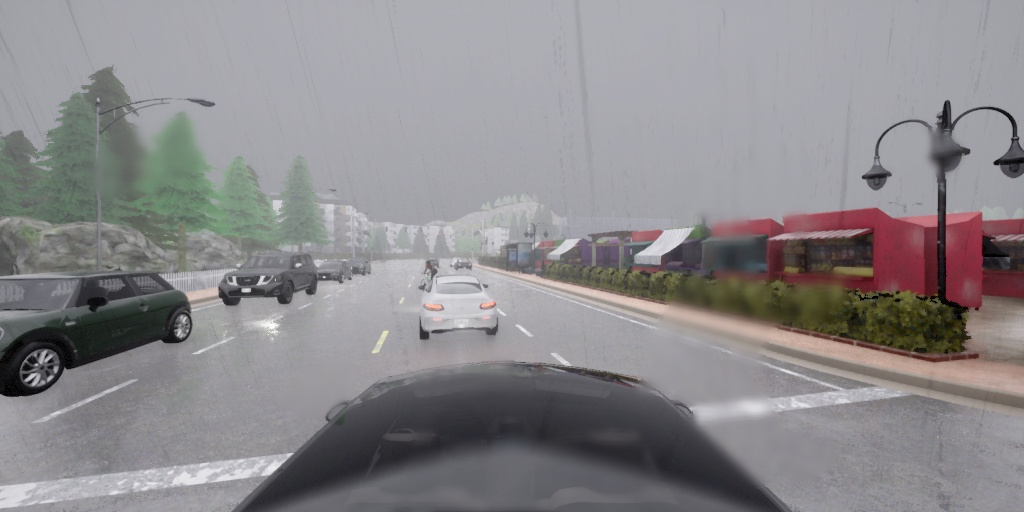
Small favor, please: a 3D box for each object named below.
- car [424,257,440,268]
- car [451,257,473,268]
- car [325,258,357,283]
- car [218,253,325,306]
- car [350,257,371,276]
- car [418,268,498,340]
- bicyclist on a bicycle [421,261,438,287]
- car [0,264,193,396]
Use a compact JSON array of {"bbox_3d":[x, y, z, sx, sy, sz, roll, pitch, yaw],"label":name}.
[{"bbox_3d":[-11.309,0.899,50.810,1.837,1.490,4.892,0,0,-13],"label":"car"},{"bbox_3d":[-6.014,1.048,43.798,1.895,1.301,4.718,0,0,-13],"label":"car"},{"bbox_3d":[-12.594,1.087,25.339,1.837,1.490,4.892,0,0,-13],"label":"car"},{"bbox_3d":[-10.298,0.875,15.718,2.150,2.045,5.566,0,0,-13],"label":"car"},{"bbox_3d":[-14.487,0.875,33.320,2.097,1.767,4.553,0,0,-13],"label":"car"},{"bbox_3d":[-1.560,1.225,9.848,1.812,1.442,4.674,0,0,-13],"label":"car"},{"bbox_3d":[-4.483,1.079,19.671,0.582,1.620,1.656,0,1,24],"label":"bicyclist on a bicycle"},{"bbox_3d":[-8.067,1.076,6.277,2.097,1.767,4.553,0,0,-13],"label":"car"}]
